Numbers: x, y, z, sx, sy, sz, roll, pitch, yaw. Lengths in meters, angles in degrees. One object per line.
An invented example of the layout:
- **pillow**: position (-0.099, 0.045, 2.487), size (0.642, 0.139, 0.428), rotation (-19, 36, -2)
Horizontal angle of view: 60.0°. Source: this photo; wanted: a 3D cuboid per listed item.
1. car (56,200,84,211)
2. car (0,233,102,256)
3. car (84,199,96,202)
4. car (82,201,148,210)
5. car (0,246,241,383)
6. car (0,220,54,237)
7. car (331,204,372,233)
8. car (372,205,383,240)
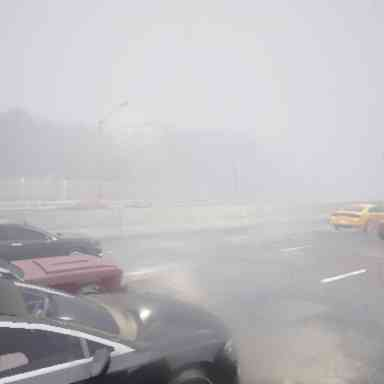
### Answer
- **car**: position (-10.081, 1.473, 31.164), size (5.008, 1.535, 1.882), rotation (0, 0, -35)
- **car**: position (-3.519, 1.600, 5.534), size (4.718, 1.301, 1.895), rotation (0, 0, -35)
- **car**: position (-5.584, 1.521, 25.772), size (4.674, 1.442, 1.812), rotation (0, 0, -35)
- **car**: position (-4.529, 1.522, 22.230), size (4.674, 1.442, 1.812), rotation (0, 0, -35)
- **car**: position (-1.757, 1.492, 2.614), size (4.902, 1.511, 2.128), rotation (0, 0, -35)
- **car**: position (-4.859, 1.504, 8.875), size (4.892, 1.490, 1.837), rotation (0, 0, -35)
- **car**: position (10.250, 1.471, 19.589), size (5.008, 1.535, 1.882), rotation (0, 0, -35)
- **car**: position (10.821, 1.346, 15.707), size (4.553, 1.767, 2.097), rotation (0, 0, -35)
